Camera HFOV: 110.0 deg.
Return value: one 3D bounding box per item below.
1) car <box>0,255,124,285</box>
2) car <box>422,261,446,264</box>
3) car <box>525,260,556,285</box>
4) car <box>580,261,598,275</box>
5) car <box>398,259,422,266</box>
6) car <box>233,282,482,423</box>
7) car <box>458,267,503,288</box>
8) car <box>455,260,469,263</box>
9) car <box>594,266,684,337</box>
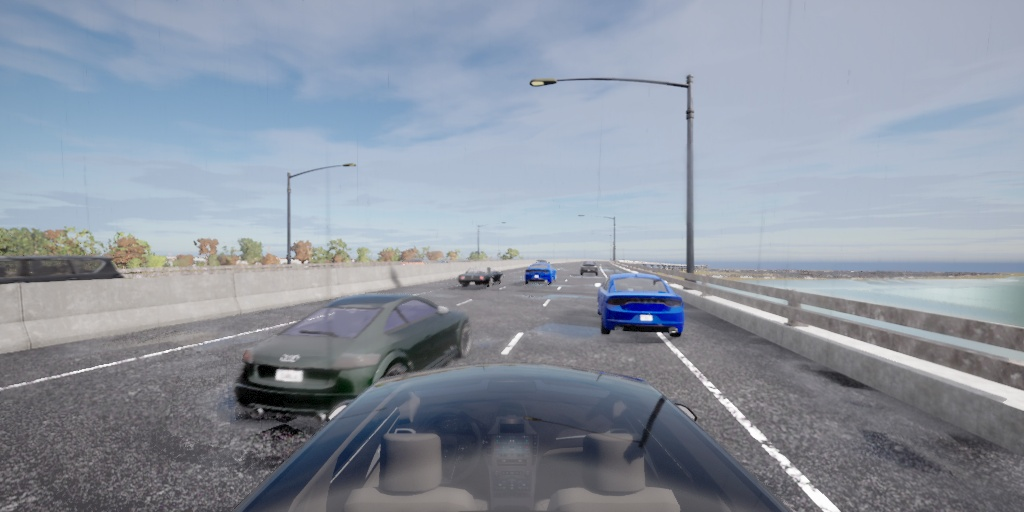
[{"bbox_3d":[-15.608,0.993,10.892,2.150,2.045,5.566,0,0,11],"label":"car"},{"bbox_3d":[-10.560,1.378,51.176,1.812,1.442,4.674,0,0,13],"label":"car"},{"bbox_3d":[2.224,1.266,26.937,1.882,1.535,5.008,0,0,12],"label":"car"},{"bbox_3d":[8.560,1.302,39.667,2.128,1.511,4.902,0,0,13],"label":"car"},{"bbox_3d":[-14.256,1.205,50.694,2.097,1.767,4.553,0,0,13],"label":"car"},{"bbox_3d":[-2.108,1.320,6.001,1.994,1.385,4.181,0,0,11],"label":"car"},{"bbox_3d":[-1.944,1.387,24.179,1.895,1.301,4.718,0,0,12],"label":"car"},{"bbox_3d":[-7.110,1.326,50.575,1.882,1.535,5.008,0,0,13],"label":"car"},{"bbox_3d":[3.504,1.237,10.459,1.882,1.535,5.008,0,0,12],"label":"car"}]
